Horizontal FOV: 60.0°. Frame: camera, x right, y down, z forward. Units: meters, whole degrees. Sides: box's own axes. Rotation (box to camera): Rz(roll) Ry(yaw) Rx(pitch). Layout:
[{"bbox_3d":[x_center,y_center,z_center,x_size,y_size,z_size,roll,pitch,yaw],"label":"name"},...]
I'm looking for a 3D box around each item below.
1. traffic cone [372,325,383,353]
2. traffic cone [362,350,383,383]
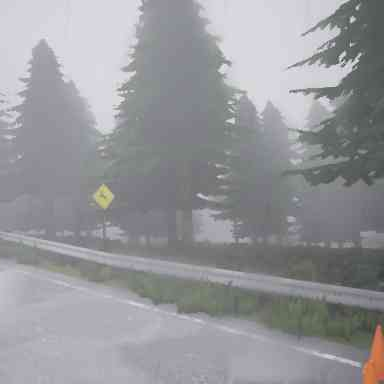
[{"bbox_3d":[2.323,1.956,4.124,0.340,0.580,0.340,0,0,34],"label":"traffic cone"},{"bbox_3d":[1.776,1.956,3.290,0.340,0.580,0.340,0,0,34],"label":"traffic cone"}]
